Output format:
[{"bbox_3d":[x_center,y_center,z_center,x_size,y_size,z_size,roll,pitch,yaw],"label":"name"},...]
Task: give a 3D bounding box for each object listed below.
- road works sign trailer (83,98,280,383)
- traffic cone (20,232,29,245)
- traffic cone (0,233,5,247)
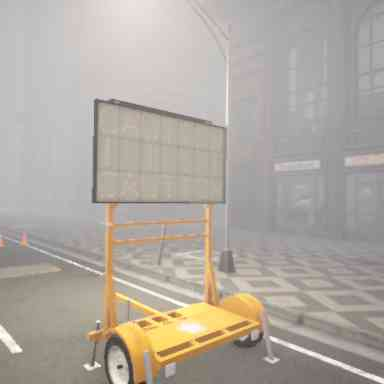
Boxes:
[{"bbox_3d":[-0.505,0.576,5.079,2.380,3.560,2.880,2,-2,-41],"label":"road works sign trailer"},{"bbox_3d":[-7.964,2.206,15.805,0.340,0.580,0.340,2,-2,-42],"label":"traffic cone"},{"bbox_3d":[-8.710,2.182,15.140,0.340,0.580,0.340,2,-2,-42],"label":"traffic cone"}]
